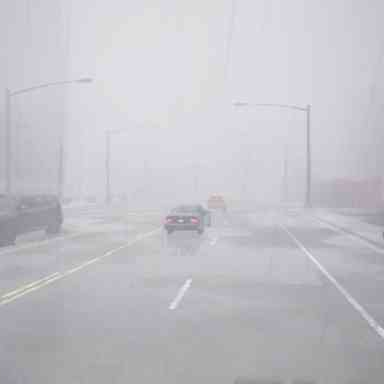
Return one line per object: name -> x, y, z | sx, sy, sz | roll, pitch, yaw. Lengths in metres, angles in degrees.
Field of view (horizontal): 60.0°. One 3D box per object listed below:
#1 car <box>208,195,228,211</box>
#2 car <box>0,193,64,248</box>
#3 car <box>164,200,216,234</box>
car -> 2.665, 1.065, 34.752 | 1.882, 1.535, 5.008 | 0, 1, 9
car -> -7.936, 1.111, 14.839 | 2.150, 2.045, 5.566 | 0, 1, 9
car -> -0.097, 1.373, 18.104 | 2.033, 1.411, 5.357 | 0, 1, 9
